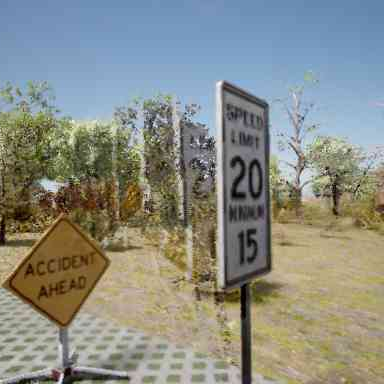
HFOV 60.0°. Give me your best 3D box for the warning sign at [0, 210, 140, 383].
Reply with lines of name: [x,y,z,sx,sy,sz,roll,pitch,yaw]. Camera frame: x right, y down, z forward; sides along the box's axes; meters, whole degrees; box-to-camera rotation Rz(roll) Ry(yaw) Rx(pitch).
warning sign: [-1.447,1.166,3.728,1.060,1.860,1.300,-2,-1,37]
